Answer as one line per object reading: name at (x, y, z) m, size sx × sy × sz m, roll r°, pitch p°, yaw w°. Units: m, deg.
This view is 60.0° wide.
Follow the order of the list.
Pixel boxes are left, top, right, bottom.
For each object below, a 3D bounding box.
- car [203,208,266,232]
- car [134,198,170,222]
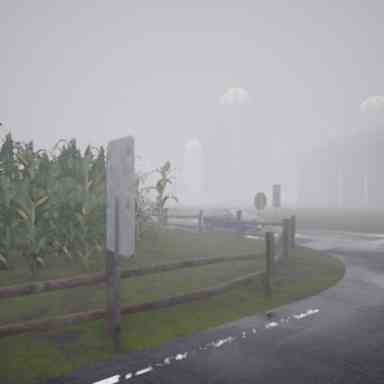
car at (2.548, 1.717, 20.949) m, size 1.812 × 1.442 × 4.674 m, roll 0°, pitch -1°, yaw -36°
car at (-4.169, 1.600, 29.874) m, size 2.150 × 2.045 × 5.566 m, roll 0°, pitch -1°, yaw -37°
